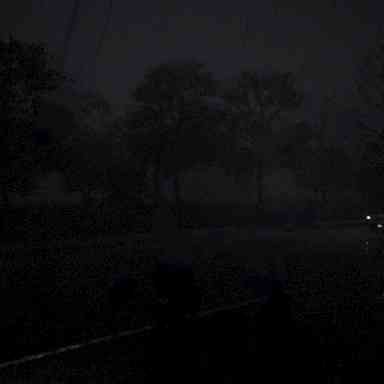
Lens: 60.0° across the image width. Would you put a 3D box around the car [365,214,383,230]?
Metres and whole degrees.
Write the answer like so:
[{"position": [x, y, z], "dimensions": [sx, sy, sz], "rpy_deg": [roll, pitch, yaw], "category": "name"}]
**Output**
[{"position": [12.284, 1.547, 19.279], "dimensions": [4.718, 1.301, 1.895], "rpy_deg": [0, 0, -27], "category": "car"}]
